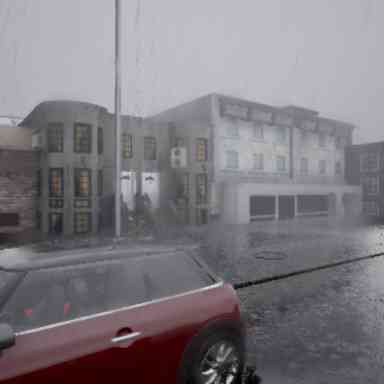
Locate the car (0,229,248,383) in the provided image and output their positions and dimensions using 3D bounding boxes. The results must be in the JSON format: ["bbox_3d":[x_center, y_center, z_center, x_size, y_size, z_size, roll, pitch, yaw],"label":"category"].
[{"bbox_3d":[-1.605,1.358,3.460,4.553,1.767,2.097,0,0,-36],"label":"car"}]
